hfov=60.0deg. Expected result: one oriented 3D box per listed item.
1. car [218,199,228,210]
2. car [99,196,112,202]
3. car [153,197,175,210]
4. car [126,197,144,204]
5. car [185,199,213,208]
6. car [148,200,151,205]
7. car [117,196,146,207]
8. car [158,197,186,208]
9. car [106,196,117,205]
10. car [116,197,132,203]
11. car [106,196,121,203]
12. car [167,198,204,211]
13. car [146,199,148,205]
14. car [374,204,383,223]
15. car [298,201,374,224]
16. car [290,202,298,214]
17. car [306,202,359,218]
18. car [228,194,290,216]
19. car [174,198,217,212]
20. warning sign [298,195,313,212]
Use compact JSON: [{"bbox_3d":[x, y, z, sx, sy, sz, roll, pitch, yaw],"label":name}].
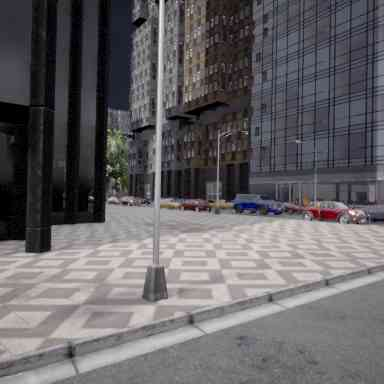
[{"bbox_3d":[4.037,1.696,46.146,1.752,1.417,4.829,2,-1,-35],"label":"car"},{"bbox_3d":[-21.325,1.758,81.763,1.802,1.307,4.206,2,-1,-35],"label":"car"},{"bbox_3d":[-2.711,1.471,40.930,1.752,1.417,4.829,2,-1,-35],"label":"car"},{"bbox_3d":[-11.778,1.743,68.355,1.947,1.339,4.313,2,-1,-35],"label":"car"},{"bbox_3d":[0.953,1.725,50.476,2.008,1.369,4.403,2,-1,-35],"label":"car"},{"bbox_3d":[-5.412,1.728,59.416,2.008,1.369,4.403,2,-1,-35],"label":"car"},{"bbox_3d":[-9.174,1.391,50.011,1.967,1.590,4.097,2,-1,-35],"label":"car"},{"bbox_3d":[-3.212,1.595,51.639,2.128,1.511,4.902,2,-1,-35],"label":"car"},{"bbox_3d":[-12.360,1.534,54.479,1.802,1.307,4.206,2,-1,-35],"label":"car"},{"bbox_3d":[-14.960,1.743,72.824,1.947,1.339,4.313,2,-1,-35],"label":"car"},{"bbox_3d":[-18.240,1.702,77.433,1.752,1.417,4.829,2,-1,-35],"label":"car"},{"bbox_3d":[-0.925,1.564,43.033,2.033,1.411,5.357,2,-1,-35],"label":"car"},{"bbox_3d":[-9.299,1.705,60.112,1.895,1.301,4.718,2,-1,-35],"label":"car"},{"bbox_3d":[13.839,1.561,23.055,2.033,1.411,5.357,2,-1,-44],"label":"car"},{"bbox_3d":[9.906,1.372,23.215,1.967,1.590,4.097,2,-1,-36],"label":"car"},{"bbox_3d":[10.500,1.746,37.067,1.802,1.307,4.206,2,-1,-35],"label":"car"},{"bbox_3d":[13.683,1.727,32.598,1.947,1.339,4.313,2,-1,-35],"label":"car"},{"bbox_3d":[6.446,1.229,32.670,2.150,2.045,5.566,2,-1,-35],"label":"car"},{"bbox_3d":[0.373,1.487,36.598,1.887,1.381,4.507,2,-1,-35],"label":"car"},{"bbox_3d":[12.857,1.340,37.752,1.300,1.860,1.060,2,-1,-35],"label":"warning sign"}]
